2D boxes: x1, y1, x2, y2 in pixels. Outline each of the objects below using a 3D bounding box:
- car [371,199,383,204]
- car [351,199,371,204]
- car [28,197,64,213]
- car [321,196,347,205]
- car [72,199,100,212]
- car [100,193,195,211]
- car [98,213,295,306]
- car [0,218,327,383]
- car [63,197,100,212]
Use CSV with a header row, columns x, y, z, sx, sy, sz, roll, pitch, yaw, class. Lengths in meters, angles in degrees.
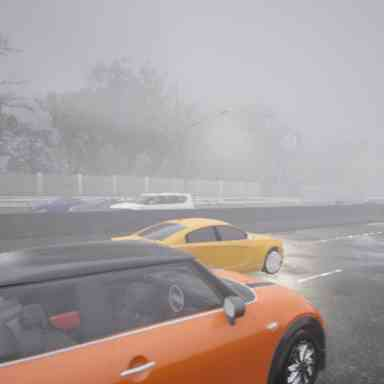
x,y,z,sx,sy,sz,roll,pitch,yaw,class
28.827,1.722,48.583,4.902,1.511,2.128,1,0,-37,car
26.579,1.726,51.254,5.357,1.411,2.033,1,0,-37,car
-10.546,1.141,26.997,5.008,1.535,1.882,1,0,-38,car
22.365,1.450,52.427,4.553,1.767,2.097,1,0,-37,car
-5.390,1.343,22.139,4.181,1.385,1.994,1,0,-38,car
-2.321,1.064,20.085,5.566,2.045,2.150,1,0,-38,car
0.358,1.430,8.628,5.008,1.535,1.882,1,0,-38,car
-0.559,1.317,3.493,4.553,1.767,2.097,1,0,-38,car
-6.810,1.228,25.463,4.902,1.511,2.128,1,0,-38,car
